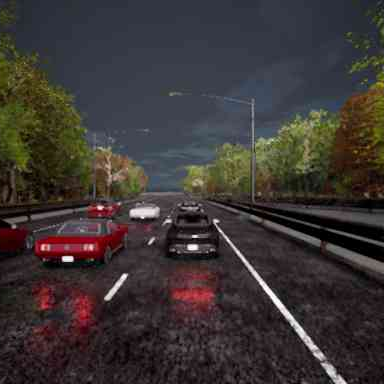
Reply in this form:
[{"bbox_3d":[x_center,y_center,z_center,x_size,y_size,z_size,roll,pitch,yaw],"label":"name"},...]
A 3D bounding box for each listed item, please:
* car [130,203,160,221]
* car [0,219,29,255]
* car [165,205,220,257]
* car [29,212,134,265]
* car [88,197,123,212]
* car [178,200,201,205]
[{"bbox_3d":[-3.681,1.564,26.809,1.895,1.301,4.718,0,0,-1],"label":"car"},{"bbox_3d":[-6.974,1.508,10.856,1.812,1.442,4.674,0,0,0],"label":"car"},{"bbox_3d":[0.012,1.483,12.893,1.837,1.490,4.892,0,0,0],"label":"car"},{"bbox_3d":[-3.480,1.581,11.532,1.895,1.301,4.718,0,0,0],"label":"car"},{"bbox_3d":[-7.205,1.316,28.103,2.097,1.767,4.553,0,0,-1],"label":"car"},{"bbox_3d":[-0.207,1.453,28.425,2.128,1.511,4.902,0,0,-1],"label":"car"}]
